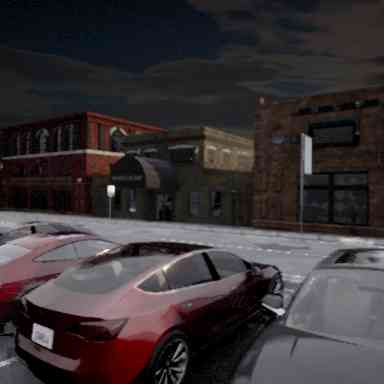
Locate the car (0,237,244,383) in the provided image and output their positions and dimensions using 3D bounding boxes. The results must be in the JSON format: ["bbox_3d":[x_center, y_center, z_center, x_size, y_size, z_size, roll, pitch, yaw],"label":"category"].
[{"bbox_3d":[-0.169,1.516,5.304,2.163,1.488,4.792,0,0,35],"label":"car"}]

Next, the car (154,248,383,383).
[{"bbox_3d":[2.084,1.482,3.670,2.231,1.521,4.892,0,0,35],"label":"car"}]

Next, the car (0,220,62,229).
[{"bbox_3d":[-4.735,1.526,8.489,2.163,1.488,4.792,0,0,35],"label":"car"}]

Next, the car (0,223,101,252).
[{"bbox_3d":[-2.454,1.531,6.894,2.002,1.452,4.674,0,0,35],"label":"car"}]
